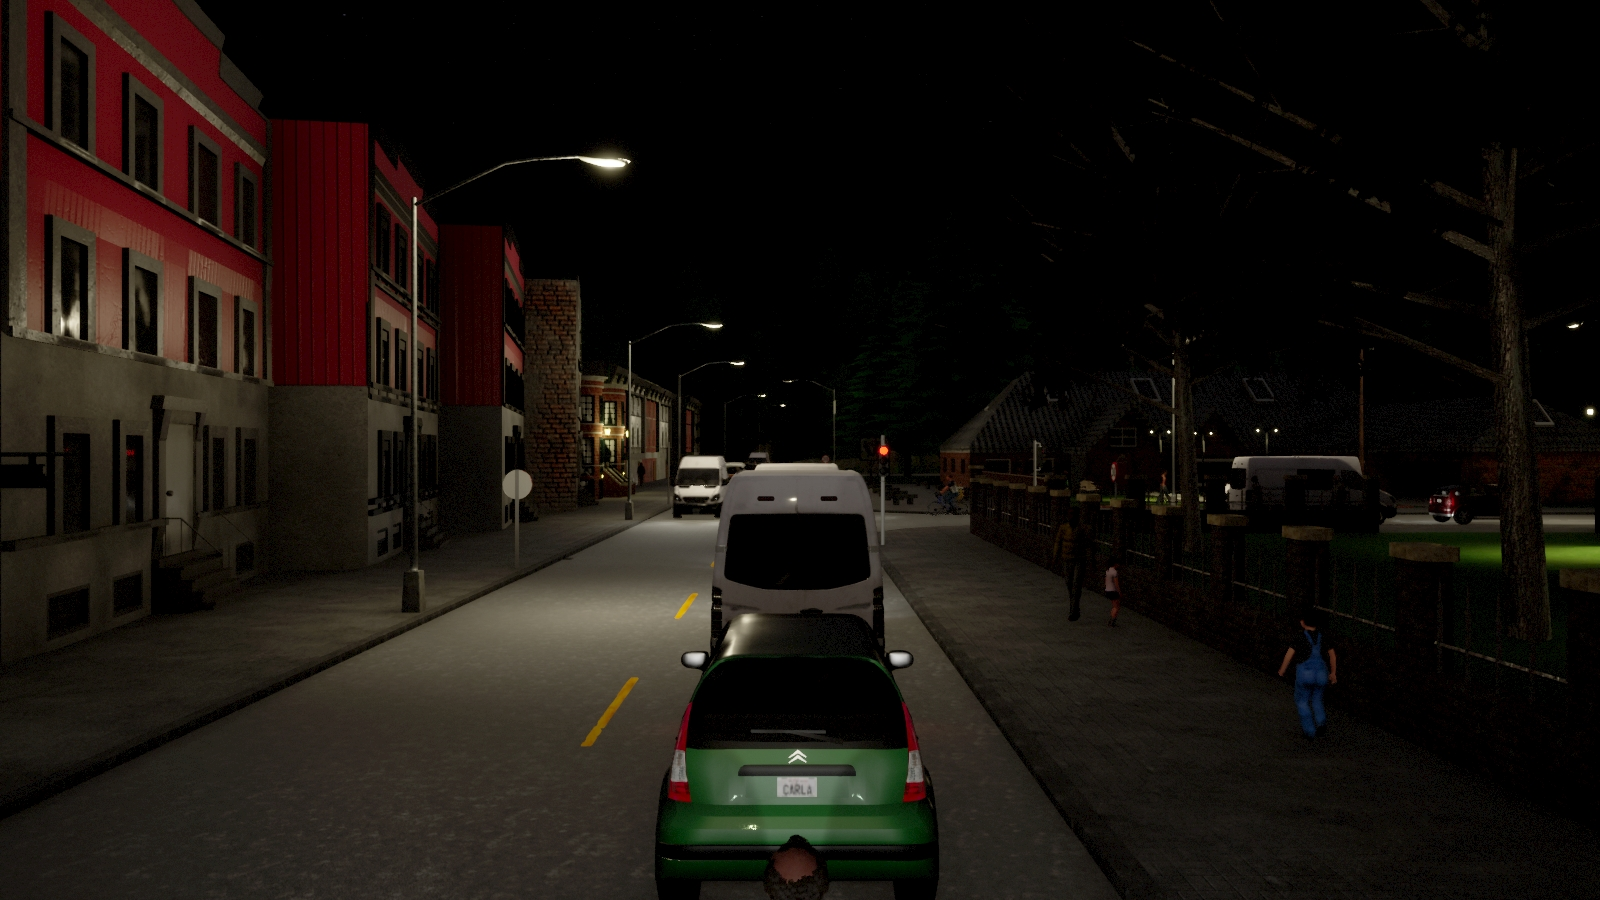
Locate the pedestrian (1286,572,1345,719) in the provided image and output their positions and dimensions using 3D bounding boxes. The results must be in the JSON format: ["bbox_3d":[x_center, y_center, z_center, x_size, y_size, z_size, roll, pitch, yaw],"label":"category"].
[{"bbox_3d":[4.785,1.805,10.613,0.375,1.300,0.375,0,0,0],"label":"pedestrian"}]

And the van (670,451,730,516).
[{"bbox_3d":[-4.121,1.314,47.945,1.988,2.561,5.915,0,0,0],"label":"van"}]

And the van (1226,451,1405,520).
[{"bbox_3d":[19.552,1.314,43.543,5.915,2.561,1.988,0,0,1],"label":"van"}]

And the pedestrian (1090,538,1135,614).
[{"bbox_3d":[4.743,1.904,17.355,0.500,1.100,0.500,0,0,-10],"label":"pedestrian"}]

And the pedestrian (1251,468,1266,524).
[{"bbox_3d":[15.327,1.525,38.188,0.375,1.860,0.375,0,0,3],"label":"pedestrian"}]

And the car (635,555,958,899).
[{"bbox_3d":[-0.023,1.779,8.527,1.851,1.617,3.988,0,0,0],"label":"car"}]

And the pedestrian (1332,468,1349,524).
[{"bbox_3d":[18.023,1.525,38.098,0.375,1.860,0.375,0,0,1],"label":"pedestrian"}]

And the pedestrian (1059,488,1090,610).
[{"bbox_3d":[4.281,1.525,17.828,0.375,1.860,0.375,0,0,29],"label":"pedestrian"}]

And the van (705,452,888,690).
[{"bbox_3d":[-0.048,1.314,15.312,1.988,2.561,5.915,0,0,0],"label":"van"}]
